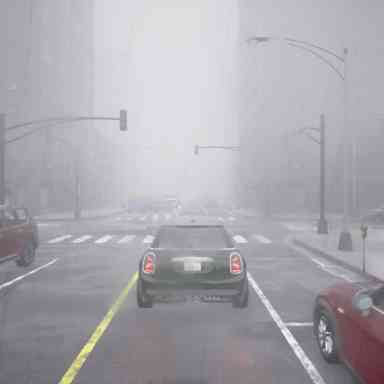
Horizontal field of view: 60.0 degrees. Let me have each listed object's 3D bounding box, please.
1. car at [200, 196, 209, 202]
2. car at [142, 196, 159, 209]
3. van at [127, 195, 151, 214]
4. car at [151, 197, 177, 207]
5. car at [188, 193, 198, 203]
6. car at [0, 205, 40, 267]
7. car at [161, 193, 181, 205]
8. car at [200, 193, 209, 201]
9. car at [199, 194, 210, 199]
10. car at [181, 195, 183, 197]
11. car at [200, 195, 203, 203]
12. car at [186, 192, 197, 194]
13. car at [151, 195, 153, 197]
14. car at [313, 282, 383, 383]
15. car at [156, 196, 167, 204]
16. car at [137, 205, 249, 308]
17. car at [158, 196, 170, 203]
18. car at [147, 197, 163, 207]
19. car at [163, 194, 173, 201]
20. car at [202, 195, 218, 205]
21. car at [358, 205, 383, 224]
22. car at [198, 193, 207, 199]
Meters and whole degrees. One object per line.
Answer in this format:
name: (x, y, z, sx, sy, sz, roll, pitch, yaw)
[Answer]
car: (2.776, 1.570, 74.781, 1.802, 1.307, 4.206, 0, 0, 0)
car: (-5.791, 1.434, 46.798, 1.967, 1.590, 4.097, 0, 0, 0)
van: (-5.807, 1.337, 35.606, 1.690, 1.788, 3.998, 0, 0, 0)
car: (-3.050, 1.543, 36.060, 2.033, 1.411, 5.357, 0, 0, 0)
car: (0.150, 1.515, 66.629, 1.812, 1.442, 4.674, 0, 0, 0)
car: (-5.846, 1.314, 8.658, 2.192, 1.841, 5.009, 0, 0, 0)
car: (-3.035, 1.216, 46.446, 2.150, 2.045, 5.566, 0, 0, 0)
car: (3.125, 1.210, 86.603, 2.150, 2.045, 5.566, 0, 0, 0)
car: (2.751, 1.558, 57.998, 1.947, 1.339, 4.313, 0, 0, 0)
car: (-2.994, 1.592, 58.262, 1.895, 1.301, 4.718, 0, 0, 0)
car: (2.743, 1.544, 52.404, 2.008, 1.369, 4.403, 0, 0, 0)
car: (0.110, 1.362, 76.595, 1.812, 1.442, 4.674, 0, 0, 0)
car: (-5.799, 1.310, 41.202, 2.192, 1.841, 5.009, 0, 0, 0)
car: (2.672, 1.440, 3.148, 1.967, 1.590, 4.097, 0, 0, 0)
car: (-5.767, 1.515, 63.415, 1.752, 1.417, 4.829, 0, 0, 0)
car: (0.021, 1.352, 8.076, 2.097, 1.767, 4.553, 0, 0, 0)
car: (-5.758, 1.539, 69.181, 2.008, 1.369, 4.403, 0, 0, 0)
car: (-5.783, 1.537, 52.394, 1.887, 1.381, 4.507, 0, 0, 0)
car: (-5.742, 1.302, 80.372, 2.192, 1.841, 5.009, 0, 0, 0)
car: (2.735, 1.520, 46.979, 1.752, 1.417, 4.829, 0, 0, 0)
car: (14.411, 1.516, 23.753, 4.674, 1.442, 1.812, 0, 0, 1)
car: (2.759, 1.305, 63.592, 2.192, 1.841, 5.009, 0, 0, 0)
